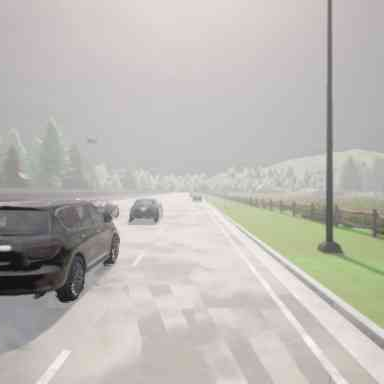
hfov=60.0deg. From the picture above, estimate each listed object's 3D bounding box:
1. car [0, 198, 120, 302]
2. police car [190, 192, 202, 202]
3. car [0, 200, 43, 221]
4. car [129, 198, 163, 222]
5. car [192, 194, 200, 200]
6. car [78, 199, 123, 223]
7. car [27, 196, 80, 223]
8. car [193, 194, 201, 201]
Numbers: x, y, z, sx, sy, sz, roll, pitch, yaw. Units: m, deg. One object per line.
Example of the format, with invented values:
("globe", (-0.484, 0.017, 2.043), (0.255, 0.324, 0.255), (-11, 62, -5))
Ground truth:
("car", (-3.401, 1.187, 8.325), (2.150, 2.045, 5.566), (0, 0, 0))
("police car", (1.043, 1.151, 67.508), (1.930, 1.638, 5.238), (0, 0, 0))
("car", (-13.916, 1.417, 26.755), (1.812, 1.442, 4.674), (0, 0, 0))
("car", (-3.403, 1.248, 25.407), (2.097, 1.767, 4.553), (0, 0, 0))
("car", (1.041, 1.166, 83.398), (1.837, 1.490, 4.892), (0, 0, 0))
("car", (-6.902, 1.387, 25.653), (2.128, 1.511, 4.902), (0, 0, 0))
("car", (-10.403, 1.248, 25.414), (2.097, 1.767, 4.553), (0, 0, 0))
("car", (1.042, 1.191, 77.398), (1.837, 1.490, 4.892), (0, 0, 0))
